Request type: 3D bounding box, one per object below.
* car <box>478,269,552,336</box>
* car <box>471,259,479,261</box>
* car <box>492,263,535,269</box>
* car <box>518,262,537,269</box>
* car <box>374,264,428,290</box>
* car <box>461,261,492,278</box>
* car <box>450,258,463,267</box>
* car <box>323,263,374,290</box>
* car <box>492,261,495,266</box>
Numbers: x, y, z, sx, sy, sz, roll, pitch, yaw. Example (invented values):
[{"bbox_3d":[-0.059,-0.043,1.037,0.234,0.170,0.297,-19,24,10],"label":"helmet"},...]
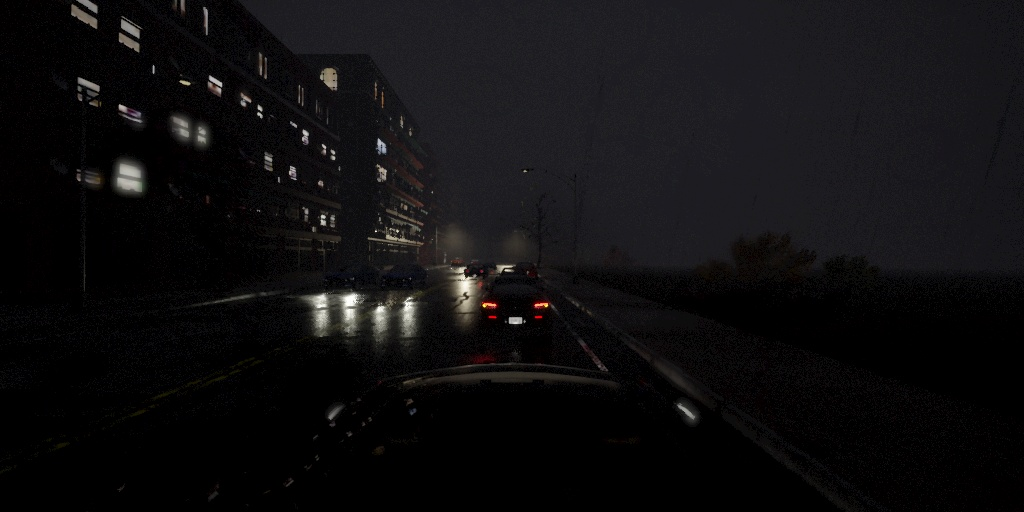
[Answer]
[{"bbox_3d":[0.077,1.278,10.315,1.812,1.442,4.674,0,0,0],"label":"car"},{"bbox_3d":[-6.663,1.319,64.900,1.994,1.385,4.181,0,0,0],"label":"car"},{"bbox_3d":[0.068,1.318,20.482,1.994,1.385,4.181,0,0,0],"label":"car"},{"bbox_3d":[1.088,1.233,30.009,1.882,1.535,5.008,0,0,0],"label":"car"},{"bbox_3d":[-6.637,1.232,22.489,1.882,1.535,5.008,0,0,0],"label":"car"},{"bbox_3d":[-3.205,1.356,32.994,1.895,1.301,4.718,0,0,0],"label":"car"},{"bbox_3d":[-9.911,1.107,64.661,2.097,1.767,4.553,0,0,0],"label":"car"},{"bbox_3d":[-9.887,1.232,22.469,1.882,1.535,5.008,0,0,0],"label":"car"},{"bbox_3d":[-3.236,1.356,51.827,1.895,1.301,4.718,0,0,0],"label":"car"}]
